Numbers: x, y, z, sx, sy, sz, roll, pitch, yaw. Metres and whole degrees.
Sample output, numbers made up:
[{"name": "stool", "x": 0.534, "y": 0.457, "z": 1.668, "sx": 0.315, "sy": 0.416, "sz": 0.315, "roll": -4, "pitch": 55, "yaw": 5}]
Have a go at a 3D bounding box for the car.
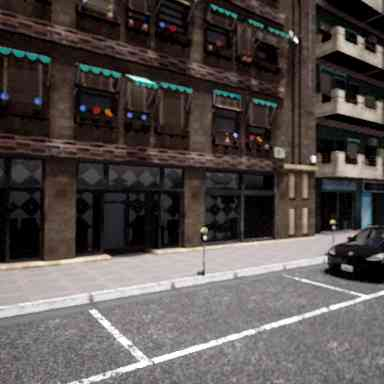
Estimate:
[{"name": "car", "x": 6.064, "y": 1.735, "z": 10.298, "sx": 4.313, "sy": 1.339, "sz": 1.947, "roll": 1, "pitch": -1, "yaw": -33}]
